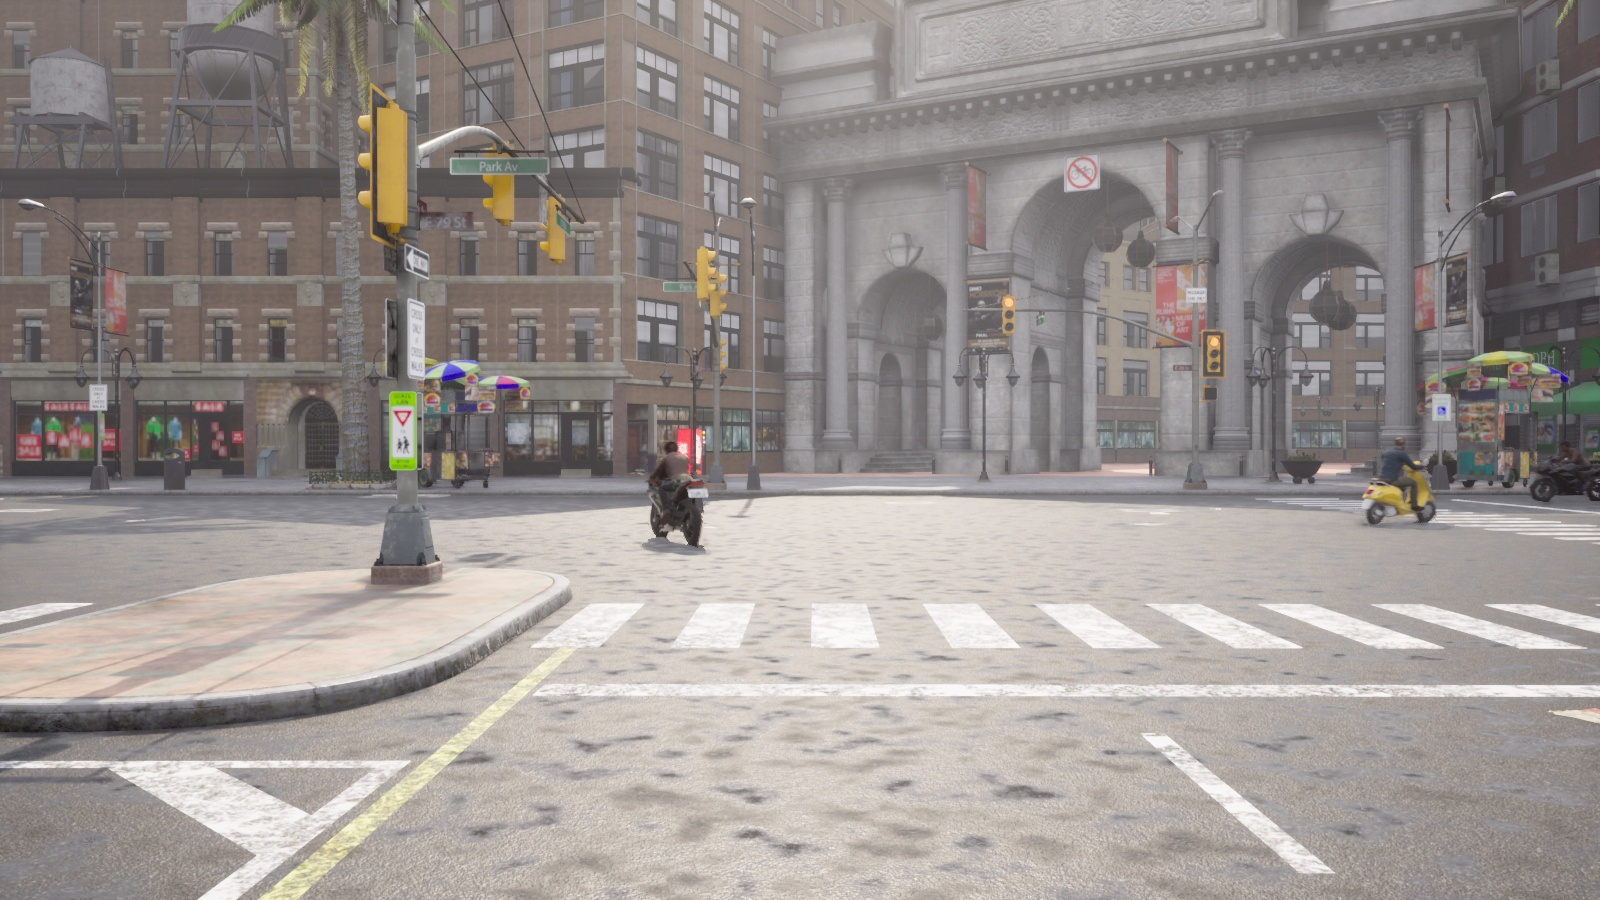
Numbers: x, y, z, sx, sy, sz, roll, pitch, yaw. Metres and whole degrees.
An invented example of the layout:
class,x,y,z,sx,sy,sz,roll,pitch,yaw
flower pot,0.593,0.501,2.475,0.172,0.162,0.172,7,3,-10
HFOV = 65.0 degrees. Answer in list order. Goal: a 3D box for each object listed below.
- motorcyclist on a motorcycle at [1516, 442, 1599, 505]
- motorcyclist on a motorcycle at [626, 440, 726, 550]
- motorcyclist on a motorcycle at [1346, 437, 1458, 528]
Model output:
class,x,y,z,sx,sy,sz,roll,pitch,yaw
motorcyclist on a motorcycle,18.918,0.569,30.957,2.044,1.523,0.797,0,0,1
motorcyclist on a motorcycle,-1.882,0.621,18.700,0.797,1.523,2.044,-1,1,-26
motorcyclist on a motorcycle,11.031,0.579,23.013,1.817,1.590,0.866,0,2,-25
